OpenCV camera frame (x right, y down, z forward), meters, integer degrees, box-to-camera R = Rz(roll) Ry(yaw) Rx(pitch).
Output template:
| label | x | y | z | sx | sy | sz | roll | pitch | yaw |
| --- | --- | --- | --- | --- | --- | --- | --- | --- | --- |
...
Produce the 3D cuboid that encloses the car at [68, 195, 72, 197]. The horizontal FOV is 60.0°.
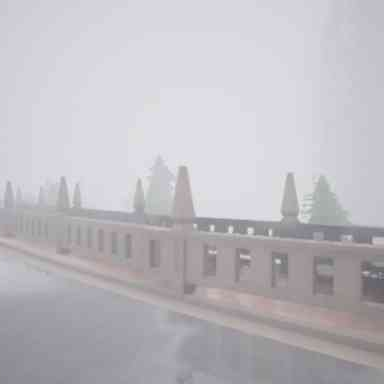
| label | x | y | z | sx | sy | sz | roll | pitch | yaw |
| --- | --- | --- | --- | --- | --- | --- | --- | --- | --- |
| car | -32.761 | 1.680 | 89.321 | 2.097 | 1.767 | 4.553 | 0 | 0 | 11 |
